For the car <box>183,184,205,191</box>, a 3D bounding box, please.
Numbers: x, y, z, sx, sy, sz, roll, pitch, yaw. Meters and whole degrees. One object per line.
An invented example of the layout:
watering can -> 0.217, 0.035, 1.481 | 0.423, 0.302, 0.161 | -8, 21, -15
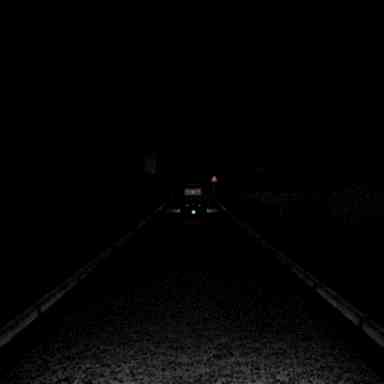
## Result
car -> 0.111, -0.036, 41.044 | 2.150, 2.045, 5.566 | 0, 2, 0

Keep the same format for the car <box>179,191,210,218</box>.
car -> 0.105, 0.966, 24.236 | 1.837, 1.490, 4.892 | 0, 2, 0
